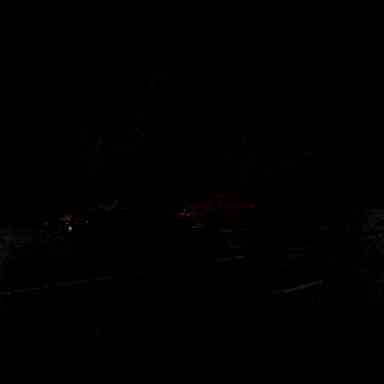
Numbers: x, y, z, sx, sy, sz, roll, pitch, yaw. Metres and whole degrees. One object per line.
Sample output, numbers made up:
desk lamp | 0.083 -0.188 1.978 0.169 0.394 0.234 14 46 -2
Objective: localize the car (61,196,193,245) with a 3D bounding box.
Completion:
car | -2.973 1.224 15.932 5.566 2.045 2.150 0 0 -35

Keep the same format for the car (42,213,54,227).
car | -7.114 1.602 21.577 4.718 1.301 1.895 0 0 -35

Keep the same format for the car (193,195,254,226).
car | 1.966 1.223 23.675 5.566 2.045 2.150 0 0 -35

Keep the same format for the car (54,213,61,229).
car | -4.819 1.478 18.893 5.008 1.535 1.882 0 0 -35
